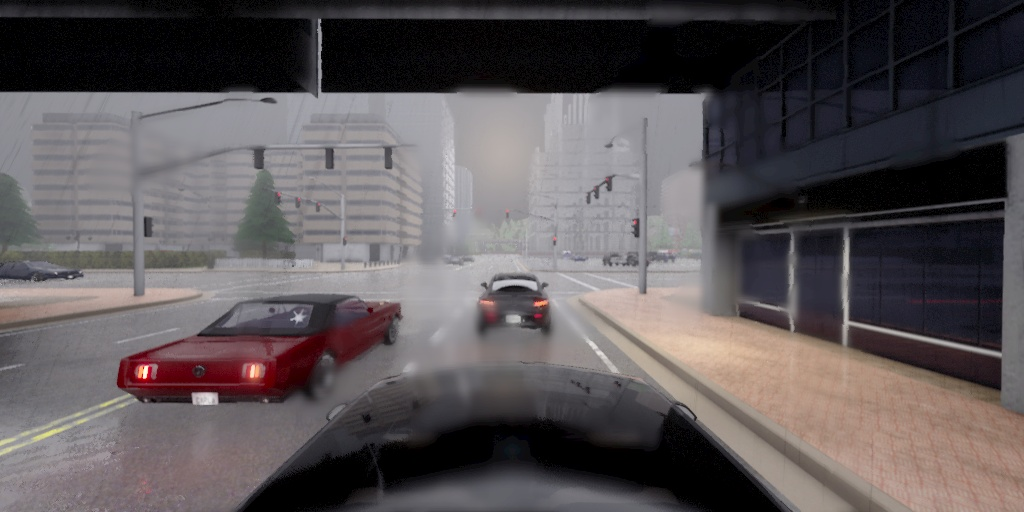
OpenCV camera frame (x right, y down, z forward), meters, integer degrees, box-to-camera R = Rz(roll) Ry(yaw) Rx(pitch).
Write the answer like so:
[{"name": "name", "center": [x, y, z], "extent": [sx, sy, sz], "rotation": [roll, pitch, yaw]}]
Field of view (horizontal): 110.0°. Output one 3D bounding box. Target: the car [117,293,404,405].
[{"name": "car", "center": [-3.439, 1.297, 6.258], "extent": [1.895, 1.301, 4.718], "rotation": [0, 1, 0]}]

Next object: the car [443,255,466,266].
[{"name": "car", "center": [-8.100, 0.737, 50.804], "extent": [1.994, 1.385, 4.181], "rotation": [0, 1, 0]}]

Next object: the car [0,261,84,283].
[{"name": "car", "center": [-32.575, 1.030, 24.279], "extent": [5.357, 1.411, 2.033], "rotation": [0, 1, 0]}]

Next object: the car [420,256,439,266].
[{"name": "car", "center": [-11.598, 0.737, 50.776], "extent": [1.994, 1.385, 4.181], "rotation": [0, 1, 0]}]

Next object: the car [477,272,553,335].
[{"name": "car", "center": [0.074, 1.178, 10.022], "extent": [1.812, 1.442, 4.674], "rotation": [0, 1, 0]}]
